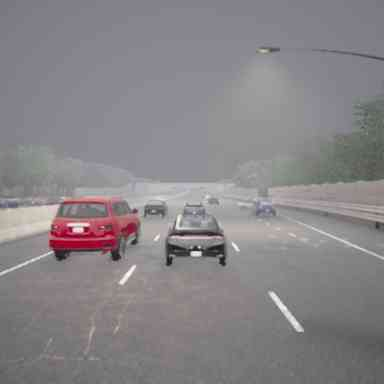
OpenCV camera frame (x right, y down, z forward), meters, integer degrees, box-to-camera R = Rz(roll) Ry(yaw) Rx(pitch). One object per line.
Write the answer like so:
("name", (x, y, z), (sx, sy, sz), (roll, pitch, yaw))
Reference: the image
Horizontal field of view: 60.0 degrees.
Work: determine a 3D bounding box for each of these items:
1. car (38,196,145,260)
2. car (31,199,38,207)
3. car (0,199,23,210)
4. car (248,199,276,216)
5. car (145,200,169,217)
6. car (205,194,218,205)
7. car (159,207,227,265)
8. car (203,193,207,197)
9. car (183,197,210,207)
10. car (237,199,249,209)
("car", (-3.373, 1.218, 12.575), (2.150, 2.045, 5.566), (0, 0, 0))
("car", (-20.805, 1.391, 47.118), (2.097, 1.767, 4.553), (0, 0, 1))
("car", (-24.337, 1.633, 43.889), (1.895, 1.301, 4.718), (0, 0, 1))
("car", (6.988, 1.539, 32.632), (1.812, 1.442, 4.674), (0, 0, 2))
("car", (-3.276, 1.488, 31.076), (1.882, 1.535, 5.008), (0, 0, 0))
("car", (3.946, 1.586, 62.495), (1.837, 1.490, 4.892), (0, 0, 1))
("car", (0.125, 1.489, 11.596), (2.128, 1.511, 4.902), (0, 0, 0))
("car", (4.480, 1.664, 94.444), (1.812, 1.442, 4.674), (0, 0, 1))
("car", (0.213, 1.500, 29.510), (2.128, 1.511, 4.902), (0, 0, 0))
("car", (7.266, 1.638, 44.935), (1.895, 1.301, 4.718), (0, 0, 1))
